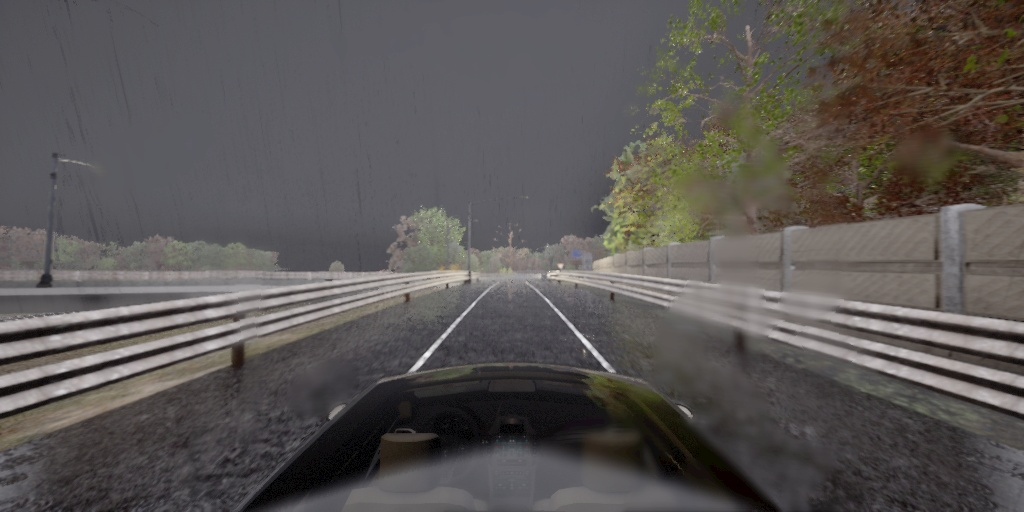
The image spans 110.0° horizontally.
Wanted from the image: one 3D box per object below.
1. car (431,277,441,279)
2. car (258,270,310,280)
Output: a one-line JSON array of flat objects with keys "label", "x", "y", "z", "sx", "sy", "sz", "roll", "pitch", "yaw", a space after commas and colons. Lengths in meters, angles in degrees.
[{"label": "car", "x": -12.050, "y": 2.924, "z": 50.424, "sx": 1.994, "sy": 1.385, "sz": 4.181, "roll": -3, "pitch": -4, "yaw": 44}, {"label": "car", "x": -24.800, "y": 2.242, "z": 39.187, "sx": 4.902, "sy": 1.511, "sz": 2.128, "roll": 2, "pitch": -4, "yaw": -37}]
